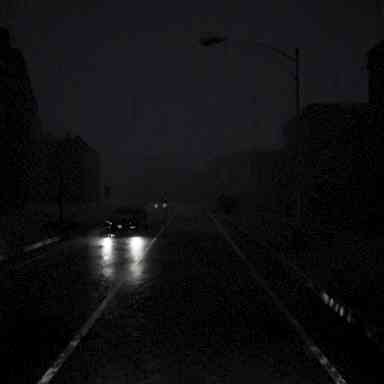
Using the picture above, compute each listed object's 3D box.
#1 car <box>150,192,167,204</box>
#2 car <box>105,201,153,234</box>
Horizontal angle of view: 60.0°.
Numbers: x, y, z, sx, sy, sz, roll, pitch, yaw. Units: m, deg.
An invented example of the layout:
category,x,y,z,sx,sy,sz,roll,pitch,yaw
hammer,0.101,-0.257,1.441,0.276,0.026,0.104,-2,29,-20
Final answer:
category,x,y,z,sx,sy,sz,roll,pitch,yaw
car,-6.347,1.098,61.995,2.150,2.045,5.566,1,0,-19
car,-3.598,1.473,19.027,1.837,1.490,4.892,0,0,0
